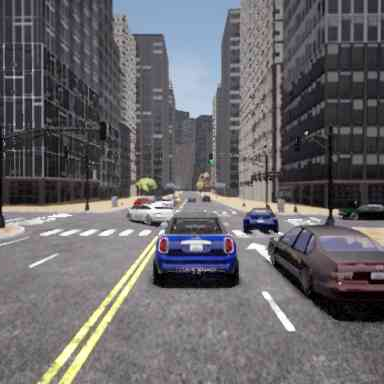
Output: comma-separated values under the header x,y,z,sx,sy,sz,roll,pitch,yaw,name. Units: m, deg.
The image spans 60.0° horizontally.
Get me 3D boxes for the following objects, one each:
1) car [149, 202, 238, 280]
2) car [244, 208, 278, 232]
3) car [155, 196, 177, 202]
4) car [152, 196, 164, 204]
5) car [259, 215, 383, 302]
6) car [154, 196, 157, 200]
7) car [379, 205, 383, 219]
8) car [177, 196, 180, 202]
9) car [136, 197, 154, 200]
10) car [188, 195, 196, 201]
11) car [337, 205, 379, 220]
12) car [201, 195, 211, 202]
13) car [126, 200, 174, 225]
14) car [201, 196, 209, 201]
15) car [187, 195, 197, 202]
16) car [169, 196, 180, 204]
x,y,z,sx,sy,sz,roll,pitch,yaw,name
0.100,1.359,10.122,2.097,1.767,4.553,0,0,0,car
4.319,1.664,20.469,1.994,1.385,4.181,0,-2,14,car
-3.342,1.547,43.889,1.812,1.442,4.674,0,0,0,car
-6.501,1.499,64.430,1.882,1.535,5.008,0,0,0,car
3.348,1.553,8.479,2.033,1.411,5.357,0,0,0,car
-6.577,1.569,54.059,2.033,1.411,5.357,0,0,0,car
16.201,1.552,22.925,5.009,1.841,2.192,1,0,1,car
-3.327,1.570,53.579,2.033,1.411,5.357,0,0,0,car
-6.591,1.499,44.132,1.882,1.535,5.008,0,0,0,car
0.000,1.557,84.134,2.033,1.411,5.357,0,0,0,car
15.155,1.742,28.715,4.718,1.301,1.895,1,1,0,car
3.250,1.521,74.555,1.837,1.490,4.892,0,0,0,car
-3.079,1.574,24.474,1.812,1.442,4.674,1,1,-38,car
3.250,1.612,84.577,1.895,1.301,4.718,0,0,0,car
-0.001,1.546,73.915,2.128,1.511,4.902,0,0,0,car
-3.251,1.499,63.795,1.882,1.535,5.008,0,0,0,car
